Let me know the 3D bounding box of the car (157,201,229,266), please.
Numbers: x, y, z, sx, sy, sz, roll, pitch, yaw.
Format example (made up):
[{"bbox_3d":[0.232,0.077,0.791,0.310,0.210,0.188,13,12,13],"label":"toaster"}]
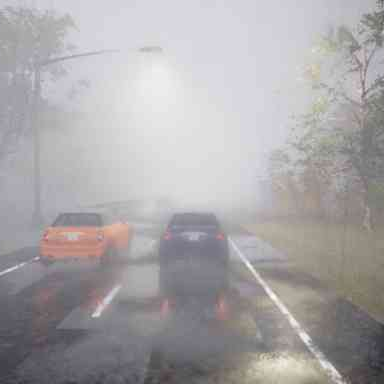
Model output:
[{"bbox_3d":[0.068,1.351,11.717,2.097,1.767,4.553,0,0,0],"label":"car"}]

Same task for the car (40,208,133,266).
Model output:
[{"bbox_3d":[-3.433,1.351,11.722,2.097,1.767,4.553,0,0,0],"label":"car"}]

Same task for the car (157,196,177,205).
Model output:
[{"bbox_3d":[-3.504,1.346,44.628,2.097,1.767,4.553,0,0,0],"label":"car"}]

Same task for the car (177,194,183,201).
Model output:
[{"bbox_3d":[-3.506,1.582,70.845,1.895,1.301,4.718,0,0,0],"label":"car"}]
